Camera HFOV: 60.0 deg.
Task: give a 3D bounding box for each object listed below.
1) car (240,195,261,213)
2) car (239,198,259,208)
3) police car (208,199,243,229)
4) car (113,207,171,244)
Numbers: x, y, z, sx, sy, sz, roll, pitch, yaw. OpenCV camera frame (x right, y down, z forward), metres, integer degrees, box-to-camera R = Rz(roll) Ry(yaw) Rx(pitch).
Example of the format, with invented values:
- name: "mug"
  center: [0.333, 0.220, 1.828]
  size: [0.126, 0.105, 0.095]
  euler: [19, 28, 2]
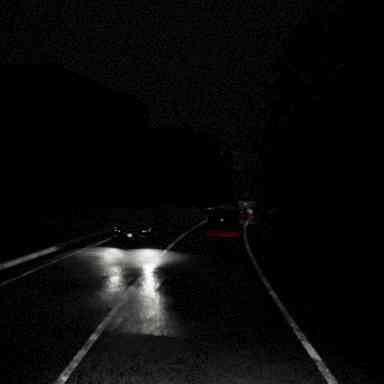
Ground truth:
- name: "car"
  center: [7.076, 1.464, 40.827]
  size: [2.150, 2.045, 5.566]
  euler: [2, -1, 20]
- name: "car"
  center: [9.557, 1.822, 55.493]
  size: [1.837, 1.490, 4.892]
  euler: [2, 1, 27]
- name: "police car"
  center: [2.287, 1.529, 22.989]
  size: [1.930, 1.638, 5.238]
  euler: [1, 0, 10]
- name: "car"
  center: [-2.266, 1.543, 16.097]
  size: [1.837, 1.490, 4.892]
  euler: [0, 0, 7]
